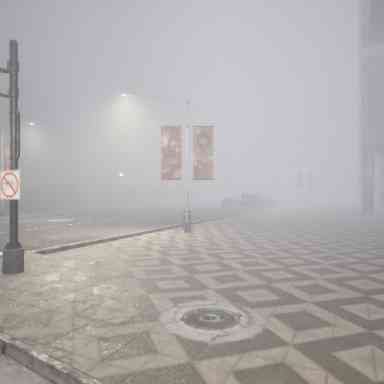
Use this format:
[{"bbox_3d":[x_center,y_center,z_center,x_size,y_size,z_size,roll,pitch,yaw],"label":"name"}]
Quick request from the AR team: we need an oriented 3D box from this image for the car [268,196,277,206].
[{"bbox_3d":[12.817,1.448,55.095,2.128,1.511,4.902,0,0,26],"label":"car"}]

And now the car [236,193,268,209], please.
[{"bbox_3d":[8.297,1.188,45.768,2.150,2.045,5.566,0,0,27],"label":"car"}]

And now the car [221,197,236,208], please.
[{"bbox_3d":[5.662,1.474,47.637,1.837,1.490,4.892,0,0,26],"label":"car"}]

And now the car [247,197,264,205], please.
[{"bbox_3d":[11.411,1.559,59.401,1.895,1.301,4.718,0,0,26],"label":"car"}]
